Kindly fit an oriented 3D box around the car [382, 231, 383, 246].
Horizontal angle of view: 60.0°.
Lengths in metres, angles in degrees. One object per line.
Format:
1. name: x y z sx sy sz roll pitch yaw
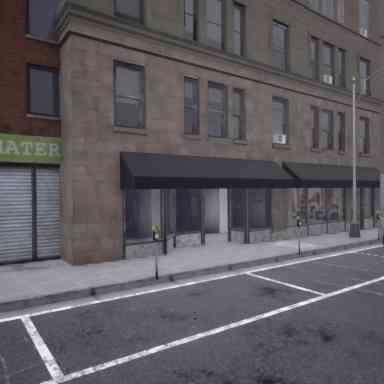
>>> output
1. car: 9.266 1.540 13.185 4.507 1.381 1.887 0 -1 -36
